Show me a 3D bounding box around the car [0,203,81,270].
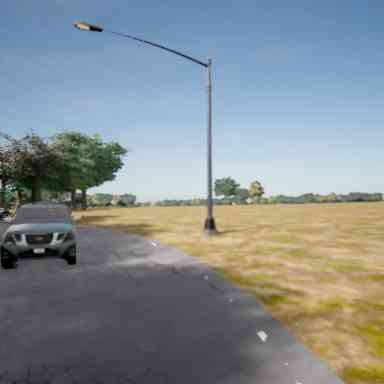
[{"bbox_3d":[-5.474,1.441,12.423,2.150,2.045,5.566,0,-1,-21],"label":"car"}]
